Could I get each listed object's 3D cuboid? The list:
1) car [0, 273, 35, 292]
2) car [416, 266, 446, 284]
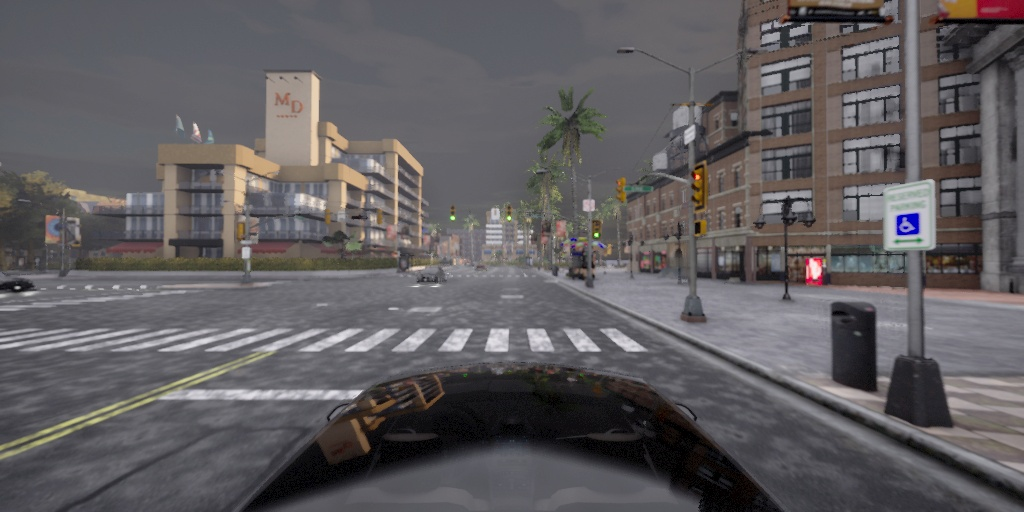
[{"bbox_3d":[-32.508,1.529,21.646,5.357,1.411,2.033,0,-1,0],"label":"car"},{"bbox_3d":[-6.985,1.681,31.315,1.837,1.490,4.892,0,-1,0],"label":"car"}]
